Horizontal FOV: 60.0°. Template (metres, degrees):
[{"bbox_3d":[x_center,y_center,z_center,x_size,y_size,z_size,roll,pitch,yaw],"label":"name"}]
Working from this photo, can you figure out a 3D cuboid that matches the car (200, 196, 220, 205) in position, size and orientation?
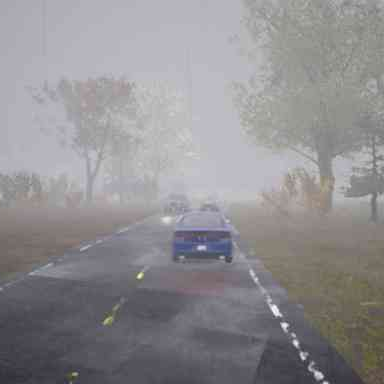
[{"bbox_3d":[1.745,1.439,32.862,1.812,1.442,4.674,0,0,5],"label":"car"}]

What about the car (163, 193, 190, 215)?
[{"bbox_3d":[-1.438,1.133,33.192,2.150,2.045,5.566,0,0,6],"label":"car"}]

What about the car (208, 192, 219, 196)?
[{"bbox_3d":[4.742,0.919,73.534,2.150,2.045,5.566,0,0,12],"label":"car"}]

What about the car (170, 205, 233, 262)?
[{"bbox_3d":[0.377,1.446,12.041,1.882,1.535,5.008,0,0,2],"label":"car"}]
